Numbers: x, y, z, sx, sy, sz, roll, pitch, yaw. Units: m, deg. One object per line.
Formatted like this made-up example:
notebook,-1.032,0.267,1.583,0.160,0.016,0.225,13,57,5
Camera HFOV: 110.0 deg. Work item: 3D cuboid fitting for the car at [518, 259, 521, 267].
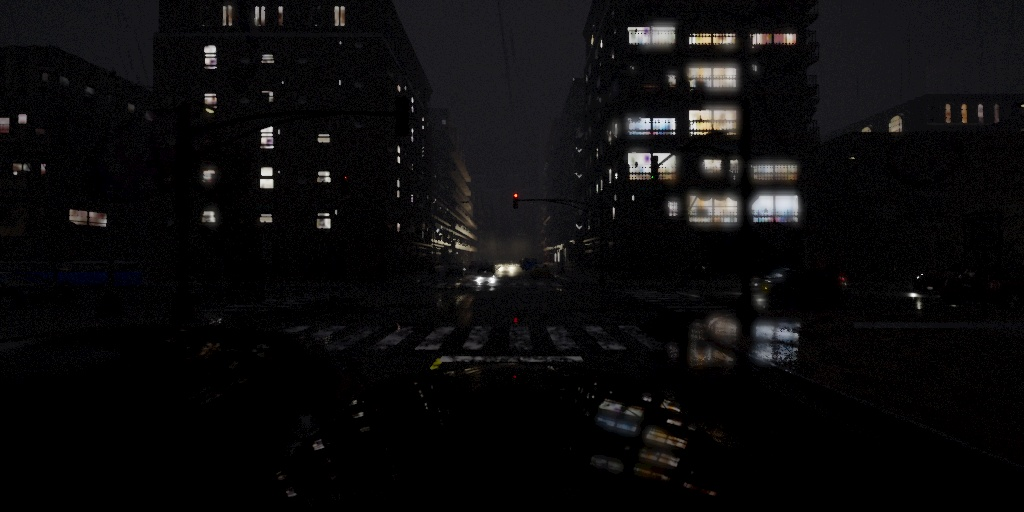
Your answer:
car,2.450,1.100,53.071,2.192,1.841,5.009,0,0,0

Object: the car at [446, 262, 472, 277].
car,-5.522,1.317,36.022,2.007,1.370,4.403,0,0,0

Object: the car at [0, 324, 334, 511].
car,-2.750,1.263,1.800,1.837,1.490,4.892,0,0,0

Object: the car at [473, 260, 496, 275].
car,-2.838,1.371,39.980,1.895,1.301,4.718,0,0,0

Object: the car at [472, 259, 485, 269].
car,-5.431,1.367,52.995,1.802,1.307,4.207,0,0,0

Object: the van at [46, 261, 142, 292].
van,-24.853,1.191,21.617,3.998,1.789,1.690,0,0,1

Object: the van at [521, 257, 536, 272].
van,2.495,1.119,47.418,1.690,1.789,3.998,0,0,0

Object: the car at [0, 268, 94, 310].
car,-19.364,1.290,13.664,4.403,1.370,2.007,0,0,1

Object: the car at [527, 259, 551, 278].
car,2.623,1.290,33.585,1.751,1.417,4.829,0,0,0

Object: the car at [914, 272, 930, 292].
car,23.857,1.073,18.514,4.553,1.767,2.097,0,-1,1

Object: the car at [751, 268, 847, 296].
car,14.688,1.304,18.634,4.181,1.385,1.994,0,-1,1

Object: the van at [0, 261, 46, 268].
van,-30.447,1.201,21.691,3.998,1.789,1.690,0,0,1

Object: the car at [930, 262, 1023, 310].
car,18.663,1.103,13.157,4.097,1.591,1.967,0,0,1
